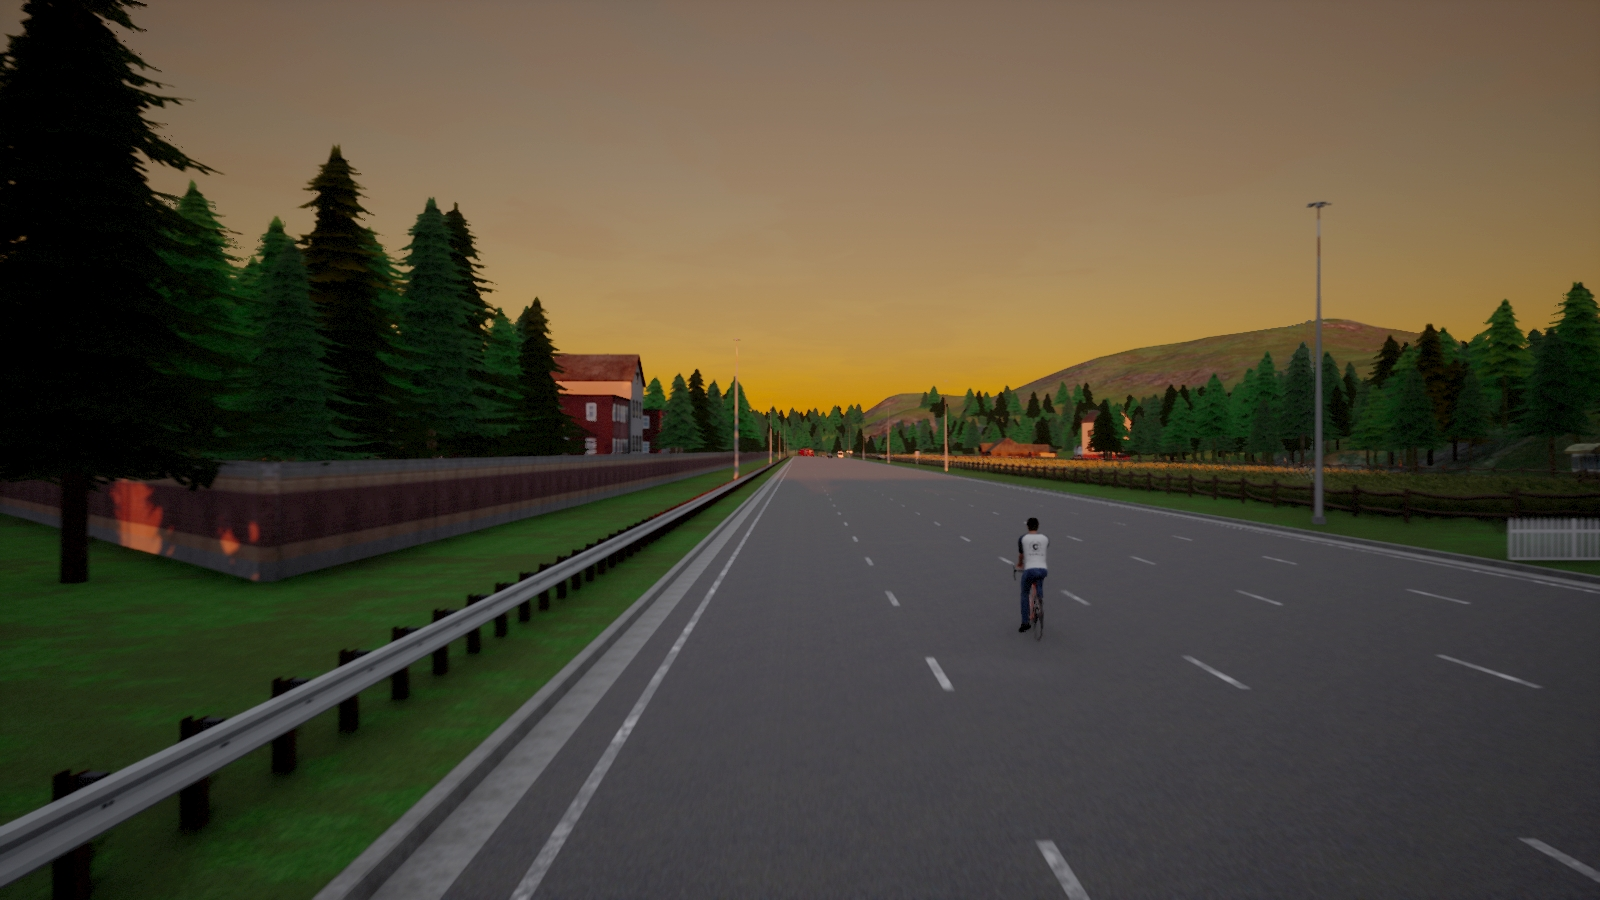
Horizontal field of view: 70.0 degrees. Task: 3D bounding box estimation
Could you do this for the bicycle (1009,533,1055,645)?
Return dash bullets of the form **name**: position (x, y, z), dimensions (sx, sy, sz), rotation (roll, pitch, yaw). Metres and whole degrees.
- **bicycle**: position (3.500, 2.066, 17.305), dimensions (0.373, 1.496, 1.643), rotation (0, 0, 0)
